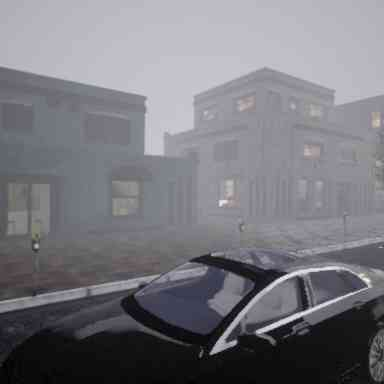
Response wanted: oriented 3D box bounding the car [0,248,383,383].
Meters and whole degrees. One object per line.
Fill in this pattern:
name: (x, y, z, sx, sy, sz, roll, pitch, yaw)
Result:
car: (0.543, 1.485, 3.764, 4.902, 1.511, 2.128, 0, 0, -35)
